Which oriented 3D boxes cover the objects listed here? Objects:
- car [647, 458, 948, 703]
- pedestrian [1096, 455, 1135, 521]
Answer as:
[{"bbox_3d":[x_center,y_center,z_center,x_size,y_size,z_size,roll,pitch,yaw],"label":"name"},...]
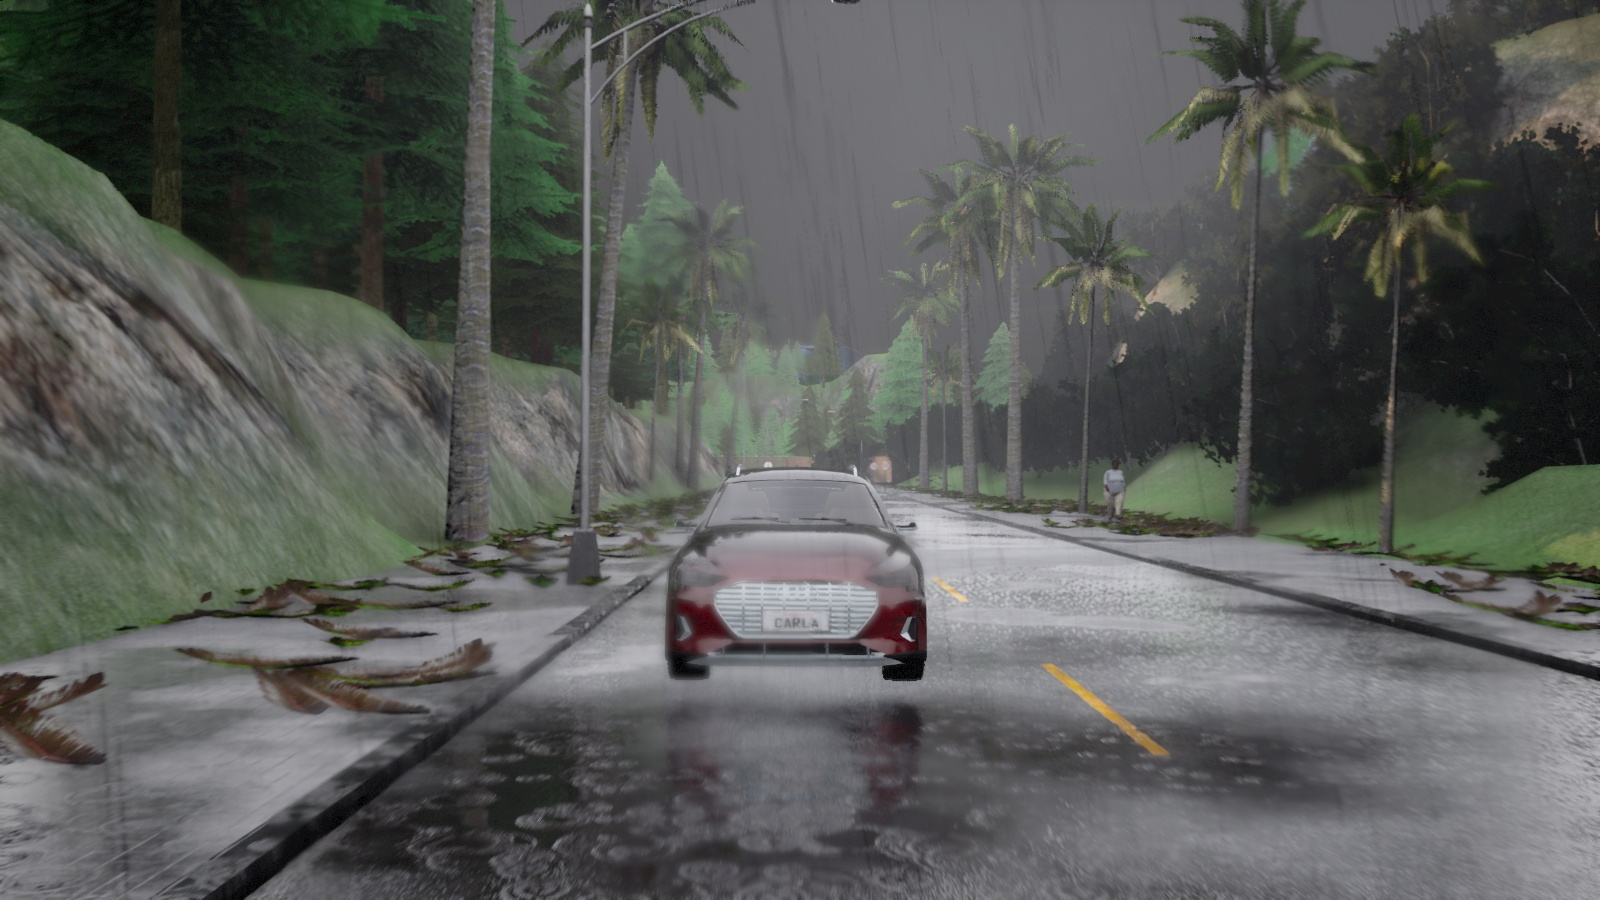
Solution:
[{"bbox_3d":[-0.024,0.928,10.949,2.033,1.649,4.856,0,-1,0],"label":"car"},{"bbox_3d":[8.995,1.081,35.868,0.874,1.855,0.900,0,-1,0],"label":"pedestrian"}]
